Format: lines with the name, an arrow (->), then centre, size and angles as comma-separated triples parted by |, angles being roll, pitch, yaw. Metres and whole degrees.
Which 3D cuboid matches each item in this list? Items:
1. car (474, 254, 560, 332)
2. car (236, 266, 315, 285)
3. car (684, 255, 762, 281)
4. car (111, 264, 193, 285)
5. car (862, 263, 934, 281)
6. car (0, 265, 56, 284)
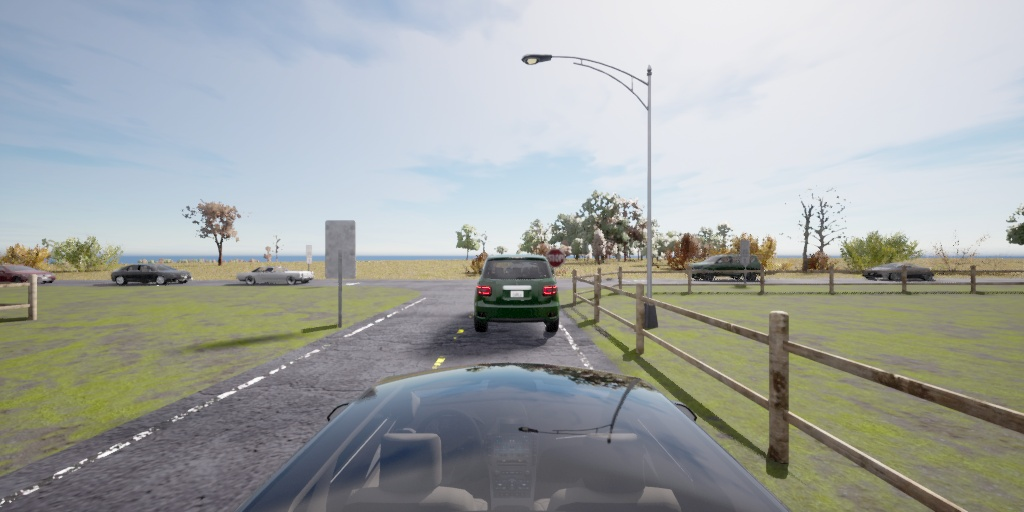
car -> 0.123, 0.971, 10.942 | 2.150, 2.045, 5.566 | 0, 0, 0
car -> -17.040, 1.394, 26.064 | 4.718, 1.301, 1.895 | 0, 0, 1
car -> 16.855, 0.925, 28.665 | 5.566, 2.045, 2.150 | 0, 0, 1
car -> -26.213, 1.324, 26.160 | 4.892, 1.490, 1.837 | 0, 0, 1
car -> 30.605, 1.242, 28.518 | 4.181, 1.385, 1.994 | 0, 0, 1
car -> -36.546, 1.376, 26.278 | 4.674, 1.442, 1.812 | 0, 0, 1
